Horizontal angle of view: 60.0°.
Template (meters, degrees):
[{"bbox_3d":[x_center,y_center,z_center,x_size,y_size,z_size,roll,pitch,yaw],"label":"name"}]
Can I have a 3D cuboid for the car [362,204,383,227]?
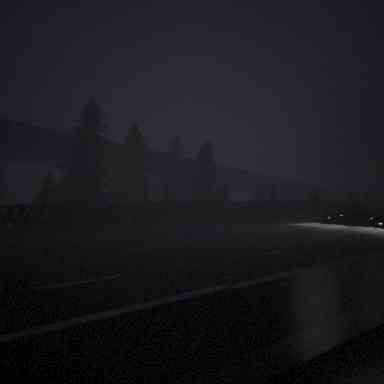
[{"bbox_3d":[14.140,1.627,22.674,5.357,1.411,2.033,0,0,-36],"label":"car"}]

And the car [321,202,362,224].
[{"bbox_3d":[11.815,1.582,25.313,4.892,1.490,1.837,0,0,-35],"label":"car"}]
